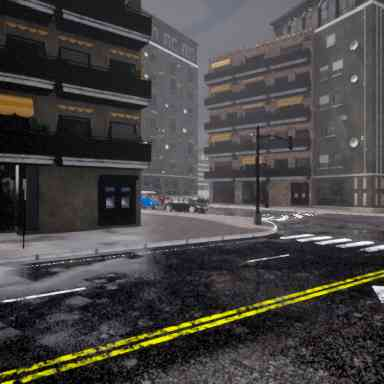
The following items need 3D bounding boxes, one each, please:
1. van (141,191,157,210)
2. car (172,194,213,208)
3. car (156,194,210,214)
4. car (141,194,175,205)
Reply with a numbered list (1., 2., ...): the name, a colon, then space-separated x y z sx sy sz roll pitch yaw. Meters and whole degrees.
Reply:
1. van: -5.024 0.818 32.609 3.998 1.788 1.690 1 0 37
2. car: 0.013 1.042 39.301 4.403 1.369 2.008 1 0 37
3. car: -0.604 1.138 29.301 4.403 1.369 2.008 1 0 37
4. car: -4.414 0.962 42.608 4.206 1.307 1.802 1 0 37
